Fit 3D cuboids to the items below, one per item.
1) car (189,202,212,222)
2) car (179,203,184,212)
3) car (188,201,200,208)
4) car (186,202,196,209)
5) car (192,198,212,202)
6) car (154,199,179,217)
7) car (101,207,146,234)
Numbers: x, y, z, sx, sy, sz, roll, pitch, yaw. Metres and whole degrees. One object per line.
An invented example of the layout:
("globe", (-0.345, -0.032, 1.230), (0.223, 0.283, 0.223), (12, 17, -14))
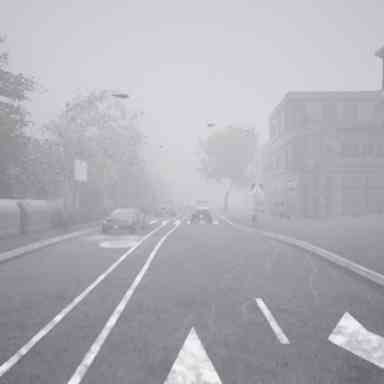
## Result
("car", (0.852, 1.892, 29.898), (1.812, 1.442, 4.674), (0, -2, 2))
("car", (-2.458, 2.553, 55.780), (2.128, 1.511, 4.902), (0, -2, 4))
("car", (0.584, 3.247, 89.996), (2.097, 1.535, 5.008), (1, 1, 11))
("car", (-0.120, 3.406, 83.895), (2.002, 1.452, 4.674), (-2, 0, 6))
("car", (1.456, 2.116, 48.234), (2.150, 2.045, 5.566), (0, -2, 2))
("car", (-3.083, 1.870, 39.198), (2.150, 2.045, 5.566), (1, -1, 2))
("car", (-3.976, 1.630, 20.003), (1.812, 1.442, 4.674), (0, -1, 2))
